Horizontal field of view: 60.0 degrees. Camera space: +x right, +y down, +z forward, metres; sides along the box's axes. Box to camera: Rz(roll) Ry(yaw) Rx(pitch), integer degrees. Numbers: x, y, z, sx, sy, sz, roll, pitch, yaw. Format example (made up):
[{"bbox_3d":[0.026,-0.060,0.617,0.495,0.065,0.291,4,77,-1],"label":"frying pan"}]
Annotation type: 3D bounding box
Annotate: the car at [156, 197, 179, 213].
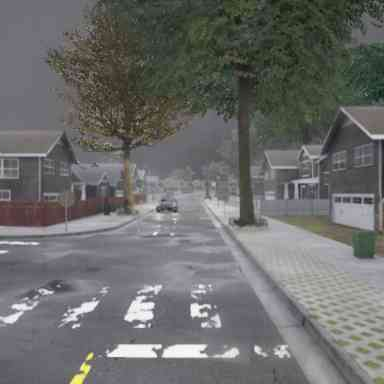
[{"bbox_3d":[-2.543,1.275,35.209,2.097,1.767,4.553,0,0,0],"label":"car"}]
